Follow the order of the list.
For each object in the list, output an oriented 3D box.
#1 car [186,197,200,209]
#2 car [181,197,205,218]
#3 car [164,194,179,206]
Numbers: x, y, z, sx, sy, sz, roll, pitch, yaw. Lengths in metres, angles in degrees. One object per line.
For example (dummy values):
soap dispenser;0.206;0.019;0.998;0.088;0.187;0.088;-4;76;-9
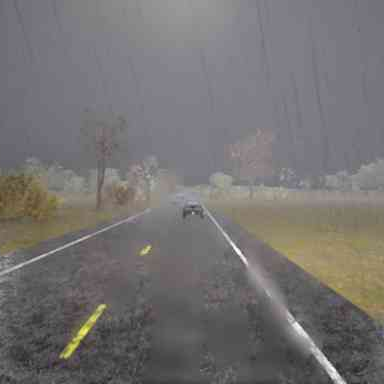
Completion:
car;0.092;1.524;46.656;1.837;1.490;4.892;0;0;0
car;0.094;1.522;30.623;1.837;1.490;4.892;0;1;0
car;-3.571;1.523;55.647;1.837;1.490;4.892;0;0;0
